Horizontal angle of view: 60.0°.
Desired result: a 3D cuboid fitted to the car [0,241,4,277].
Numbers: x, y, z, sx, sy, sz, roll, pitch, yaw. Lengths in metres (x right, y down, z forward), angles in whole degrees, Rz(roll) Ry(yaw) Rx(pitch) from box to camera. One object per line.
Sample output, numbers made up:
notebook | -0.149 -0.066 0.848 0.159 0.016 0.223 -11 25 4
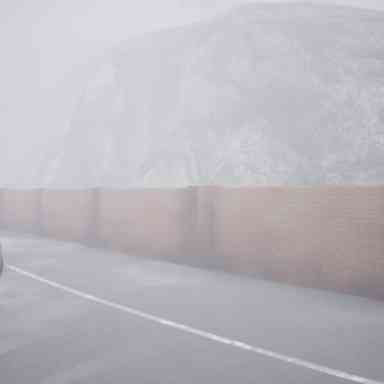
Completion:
car | -6.934 1.344 9.081 4.553 1.767 2.097 0 0 43
